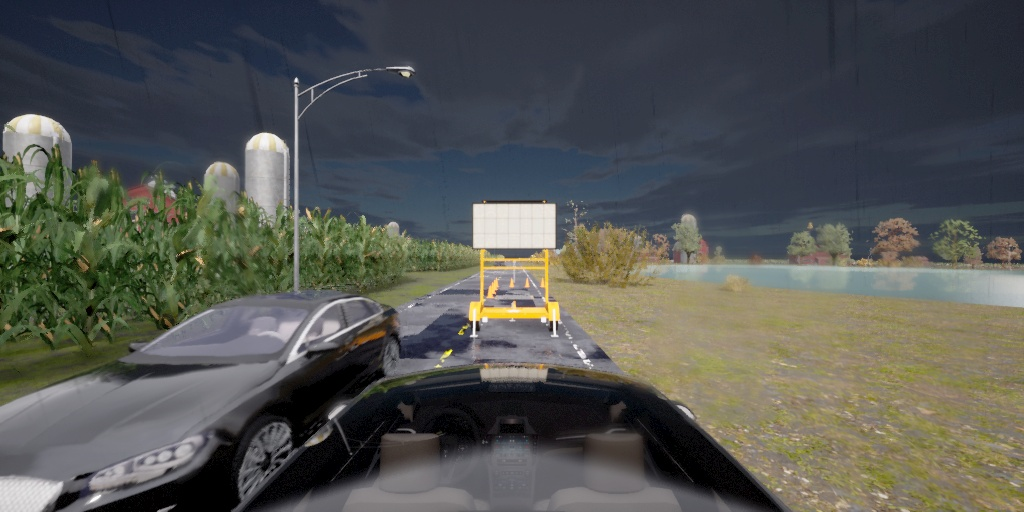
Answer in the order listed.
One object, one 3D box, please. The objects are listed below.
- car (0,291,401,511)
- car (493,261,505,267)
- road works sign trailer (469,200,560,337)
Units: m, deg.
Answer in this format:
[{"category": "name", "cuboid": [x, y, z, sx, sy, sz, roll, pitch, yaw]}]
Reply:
[{"category": "car", "cuboid": [-2.826, 1.242, 4.328, 2.128, 1.511, 4.902, 0, 0, 0]}, {"category": "car", "cuboid": [-2.301, 1.415, 64.121, 1.994, 1.385, 4.181, 0, 0, 0]}, {"category": "road works sign trailer", "cuboid": [0.068, 0.217, 10.266, 2.380, 3.560, 2.880, 0, 0, 0]}]
